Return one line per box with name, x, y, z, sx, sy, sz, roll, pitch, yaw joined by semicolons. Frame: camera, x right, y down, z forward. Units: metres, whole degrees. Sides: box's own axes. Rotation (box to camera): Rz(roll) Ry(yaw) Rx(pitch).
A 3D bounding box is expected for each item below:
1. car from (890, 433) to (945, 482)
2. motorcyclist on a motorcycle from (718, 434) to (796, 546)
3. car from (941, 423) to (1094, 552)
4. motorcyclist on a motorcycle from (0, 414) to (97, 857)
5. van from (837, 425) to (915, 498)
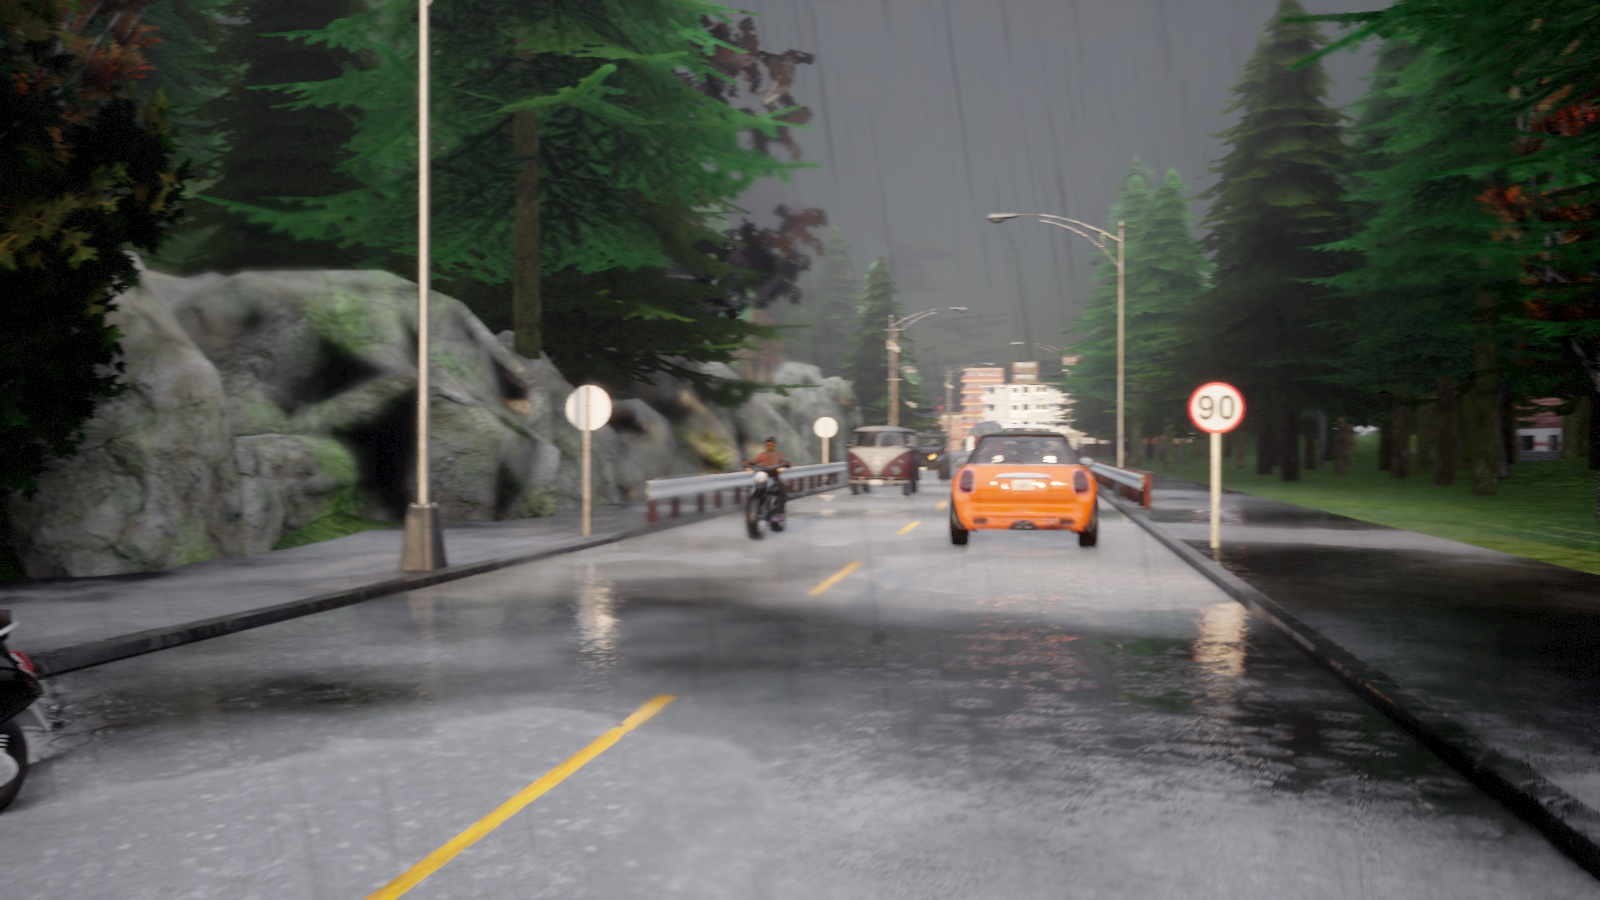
car;4.758;0.276;50.499;1.905;1.878;3.866;0;1;10
motorcyclist on a motorcycle;-0.645;0.585;19.767;0.766;1.649;2.350;0;1;10
car;3.400;0.505;19.678;2.097;1.767;4.553;0;0;10
motorcyclist on a motorcycle;-3.372;0.666;4.164;0.866;1.590;1.817;0;0;10
van;2.272;0.306;36.449;1.775;1.987;4.442;0;0;10
